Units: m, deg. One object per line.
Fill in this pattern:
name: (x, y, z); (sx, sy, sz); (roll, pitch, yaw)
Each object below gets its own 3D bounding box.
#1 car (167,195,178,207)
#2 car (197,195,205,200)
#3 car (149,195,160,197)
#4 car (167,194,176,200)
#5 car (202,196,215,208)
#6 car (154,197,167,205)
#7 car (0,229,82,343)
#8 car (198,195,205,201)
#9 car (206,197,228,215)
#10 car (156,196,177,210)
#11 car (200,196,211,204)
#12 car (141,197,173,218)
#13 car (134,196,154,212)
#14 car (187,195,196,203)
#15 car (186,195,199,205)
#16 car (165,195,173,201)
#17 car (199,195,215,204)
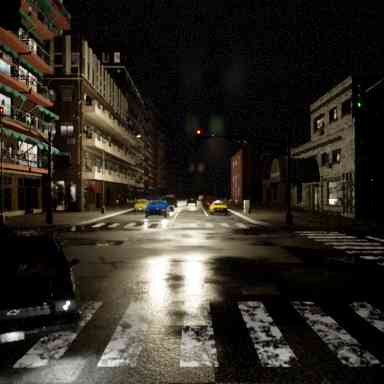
car: (-3.122, 1.538, 50.059); (1.837, 1.490, 4.892); (0, 0, 0)
car: (2.603, 1.666, 94.783); (2.008, 1.369, 4.403); (0, 0, 0)
car: (-5.734, 1.349, 50.461); (2.192, 1.841, 5.009); (0, 0, 0)
car: (-5.777, 1.430, 94.775); (2.192, 1.841, 5.009); (0, 0, 0)
car: (2.651, 1.609, 44.930); (1.802, 1.307, 4.206); (0, 0, 0)
car: (-5.746, 1.600, 61.539); (2.008, 1.369, 4.403); (0, 0, 0)
car: (-3.472, 1.528, 6.870); (2.033, 1.411, 5.357); (0, 0, -24)
car: (2.608, 1.628, 89.414); (1.752, 1.417, 4.829); (0, 0, 0)
car: (2.661, 1.543, 34.022); (1.752, 1.417, 4.829); (0, 0, 0)
car: (-3.119, 1.548, 39.990); (1.812, 1.442, 4.674); (0, 0, 0)
car: (2.630, 1.609, 67.087); (2.008, 1.369, 4.403); (0, 0, 0)
car: (-3.128, 1.492, 30.712); (1.882, 1.535, 5.008); (0, 0, 0)
car: (-5.725, 1.547, 39.212); (1.752, 1.417, 4.829); (0, 0, 0)
car: (-0.066, 1.432, 70.658); (1.882, 1.535, 5.008); (0, 0, 0)
car: (-0.056, 1.595, 60.238); (2.033, 1.411, 5.357); (0, 0, 0)
car: (-5.767, 1.530, 83.696); (1.967, 1.590, 4.097); (0, 0, 0)
car: (2.646, 1.349, 50.470); (2.192, 1.841, 5.009); (0, 0, 0)
